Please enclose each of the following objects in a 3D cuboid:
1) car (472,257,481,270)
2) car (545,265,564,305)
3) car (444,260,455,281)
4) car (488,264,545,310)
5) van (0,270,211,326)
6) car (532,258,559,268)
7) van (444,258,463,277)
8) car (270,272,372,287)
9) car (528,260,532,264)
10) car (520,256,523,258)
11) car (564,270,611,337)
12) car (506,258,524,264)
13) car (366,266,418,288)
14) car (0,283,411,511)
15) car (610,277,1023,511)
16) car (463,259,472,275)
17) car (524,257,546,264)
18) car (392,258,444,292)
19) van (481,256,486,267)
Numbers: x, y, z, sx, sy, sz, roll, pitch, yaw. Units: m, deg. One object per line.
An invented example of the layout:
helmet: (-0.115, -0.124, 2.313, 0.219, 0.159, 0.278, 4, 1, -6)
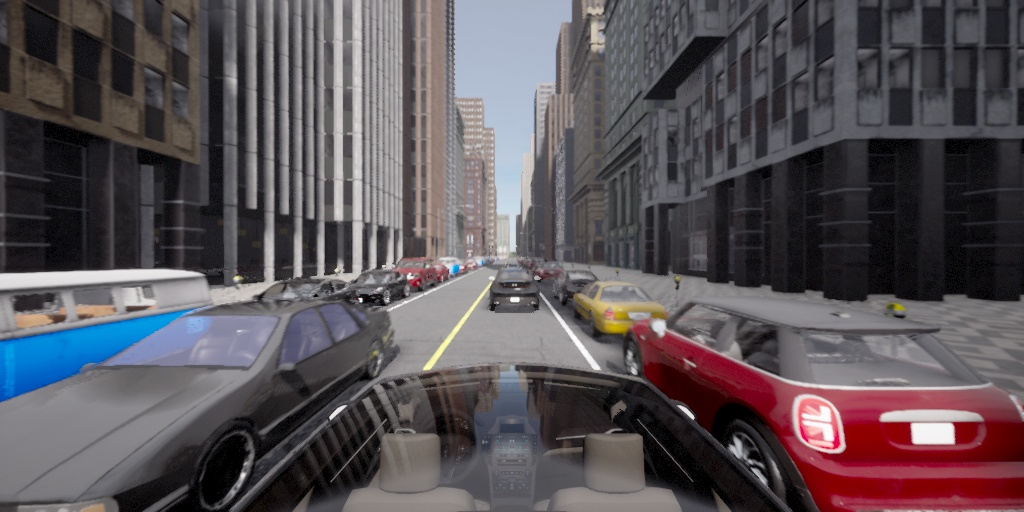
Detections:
car: (-5.758, 1.100, 49.376, 1.967, 1.591, 4.097, 0, 0, 0)
car: (2.764, 1.274, 15.566, 2.007, 1.370, 4.403, 0, 0, 0)
car: (-5.760, 1.248, 26.829, 1.888, 1.381, 4.507, 0, 0, 0)
car: (0.102, 1.230, 14.570, 1.837, 1.490, 4.892, 0, 0, 0)
van: (-5.762, 1.086, 4.282, 1.690, 1.789, 3.998, 0, 0, 0)
car: (2.765, 1.142, 26.838, 1.967, 1.591, 4.097, 0, 0, 0)
van: (-5.759, 1.033, 32.466, 1.690, 1.789, 3.998, 0, 0, 0)
car: (-5.762, 1.300, 9.919, 1.948, 1.339, 4.313, 0, 0, 0)
car: (2.766, 1.258, 32.474, 1.948, 1.339, 4.313, 0, 0, 0)
car: (2.769, 1.079, 60.655, 1.967, 1.591, 4.097, 0, 0, 0)
car: (2.764, 1.260, 10.099, 1.751, 1.417, 4.829, 0, 0, 0)
car: (0.105, 1.271, 44.005, 1.895, 1.301, 4.718, 0, 0, 0)
car: (-5.761, 1.290, 15.556, 1.948, 1.339, 4.313, 0, 0, 0)
car: (-3.083, 1.293, 4.441, 2.033, 1.411, 5.357, 0, 0, 0)
car: (2.763, 1.185, 4.293, 1.967, 1.591, 4.097, 0, 0, 0)
car: (-5.759, 1.121, 38.103, 1.967, 1.591, 4.097, 0, 0, 0)
car: (2.766, 0.996, 38.111, 2.192, 1.841, 5.009, 0, 0, 0)
car: (-5.760, 1.028, 21.192, 2.192, 1.841, 5.009, 0, 0, 0)
van: (-5.757, 0.981, 60.649, 1.690, 1.789, 3.998, 0, 0, 0)
